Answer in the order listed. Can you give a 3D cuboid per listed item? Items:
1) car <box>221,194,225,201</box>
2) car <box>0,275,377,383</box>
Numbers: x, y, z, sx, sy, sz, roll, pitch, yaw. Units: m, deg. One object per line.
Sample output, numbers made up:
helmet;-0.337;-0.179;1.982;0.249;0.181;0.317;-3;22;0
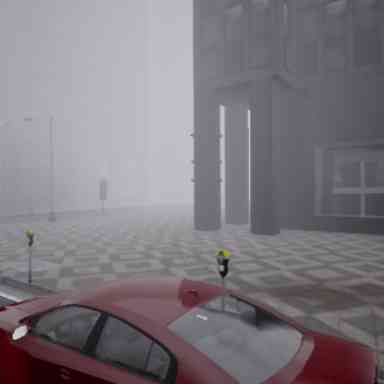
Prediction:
car;4.418;1.000;53.913;1.812;1.442;4.674;0;0;36
car;-0.604;1.568;3.391;4.507;1.381;1.887;-1;0;35
